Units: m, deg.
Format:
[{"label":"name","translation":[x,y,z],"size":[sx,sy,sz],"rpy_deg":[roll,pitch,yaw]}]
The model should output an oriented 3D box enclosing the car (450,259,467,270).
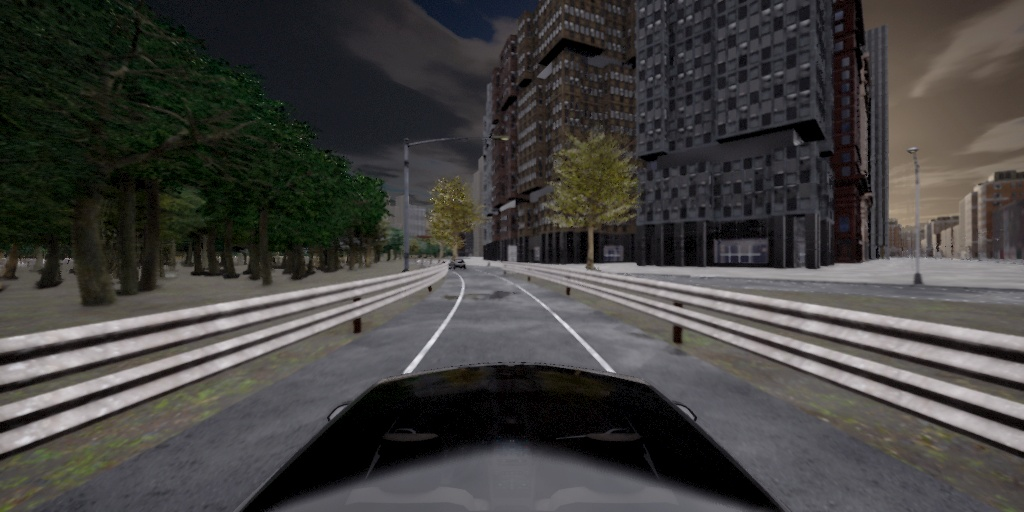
[{"label":"car","translation":[-7.986,1.221,52.959],"size":[1.837,1.490,4.892],"rpy_deg":[0,0,-19]}]
